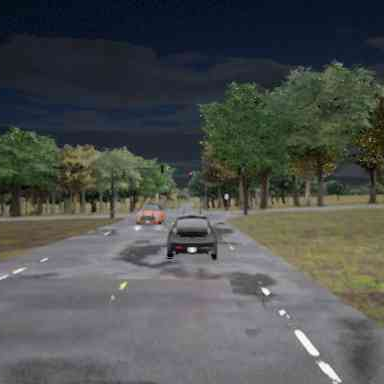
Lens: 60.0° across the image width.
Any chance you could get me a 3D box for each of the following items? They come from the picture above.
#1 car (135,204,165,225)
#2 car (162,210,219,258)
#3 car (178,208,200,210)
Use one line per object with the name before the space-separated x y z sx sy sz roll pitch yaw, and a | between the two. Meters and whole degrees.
car | -3.518 1.838 28.711 2.097 1.767 4.553 0 -1 0
car | 0.023 1.705 13.563 1.837 1.490 4.892 0 0 0
car | 0.044 2.081 28.321 1.895 1.301 4.718 0 -1 1
